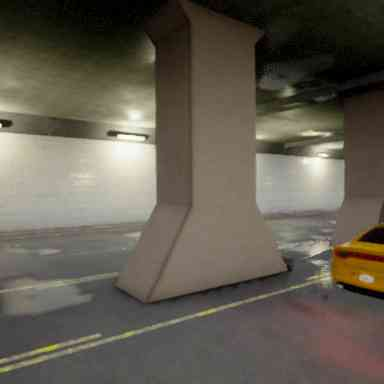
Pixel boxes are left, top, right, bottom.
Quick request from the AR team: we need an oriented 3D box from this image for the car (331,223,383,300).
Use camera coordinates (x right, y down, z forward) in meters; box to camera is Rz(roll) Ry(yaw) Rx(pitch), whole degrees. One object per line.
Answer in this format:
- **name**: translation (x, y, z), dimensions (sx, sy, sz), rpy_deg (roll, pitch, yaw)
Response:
- **car**: translation (5.160, 1.378, 7.428), dimensions (5.008, 1.535, 1.882), rpy_deg (-1, 0, -36)
